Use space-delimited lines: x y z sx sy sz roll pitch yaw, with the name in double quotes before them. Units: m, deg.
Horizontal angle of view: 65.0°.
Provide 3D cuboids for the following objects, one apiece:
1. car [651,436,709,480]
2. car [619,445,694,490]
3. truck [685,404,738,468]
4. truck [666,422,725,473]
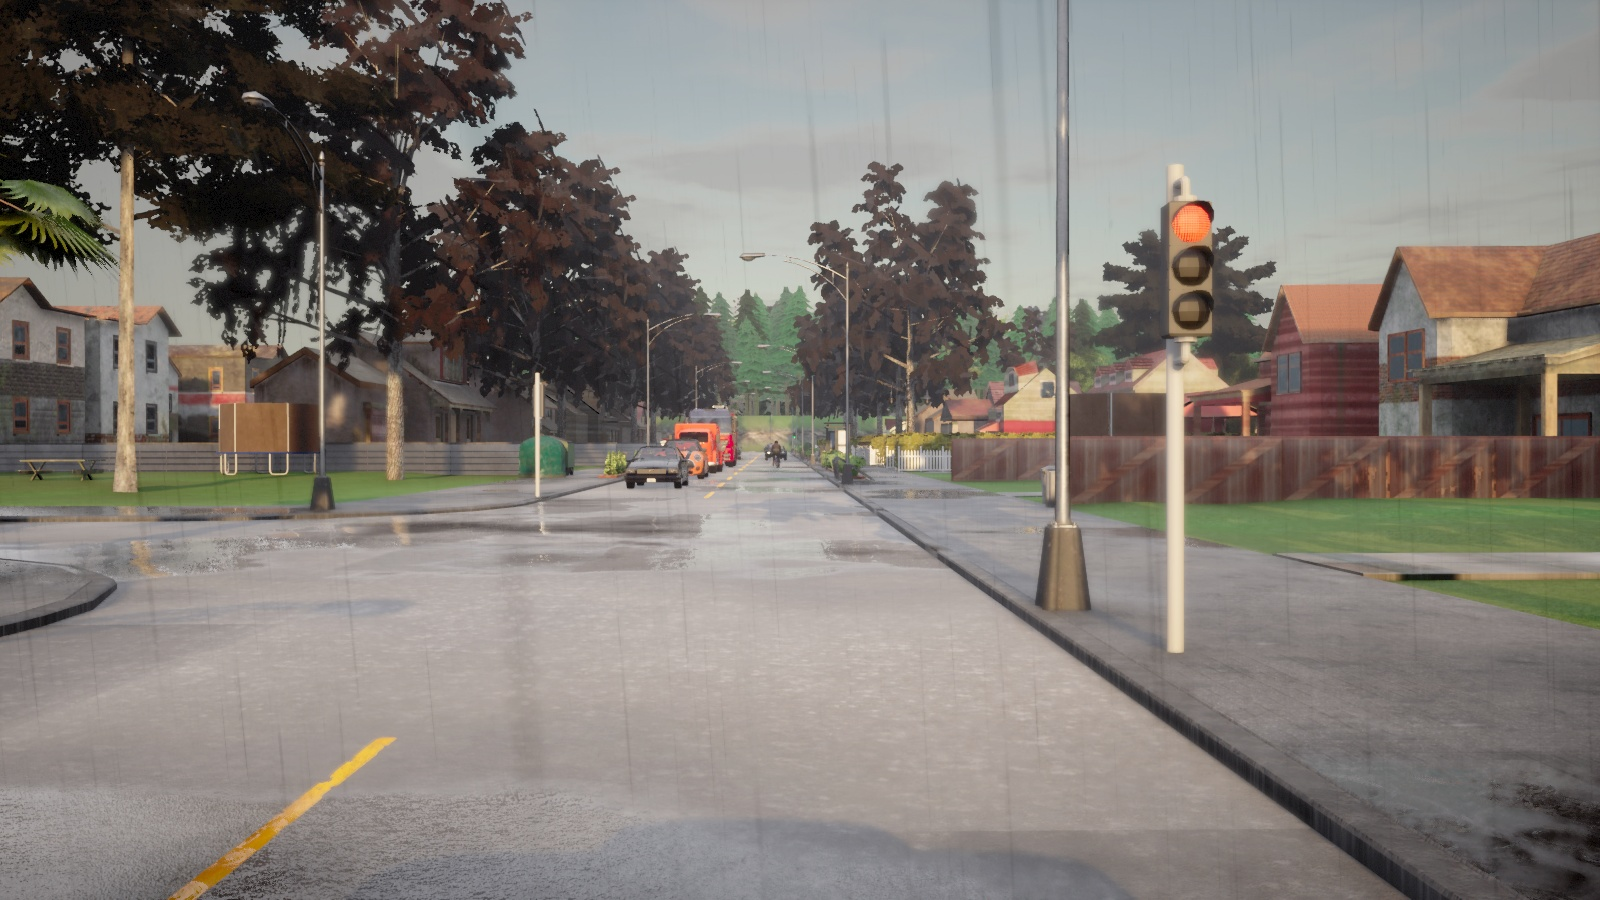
"car" -4.985 0.303 52.843 2.097 1.767 4.553 0 0 -1
"car" -4.789 0.549 42.690 2.033 1.411 5.357 0 0 -1
"truck" -5.511 -0.871 79.455 2.891 3.827 8.468 0 0 -1
"truck" -5.189 -0.091 63.069 2.627 2.467 5.204 0 0 -1
